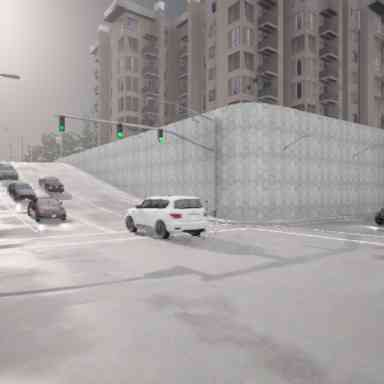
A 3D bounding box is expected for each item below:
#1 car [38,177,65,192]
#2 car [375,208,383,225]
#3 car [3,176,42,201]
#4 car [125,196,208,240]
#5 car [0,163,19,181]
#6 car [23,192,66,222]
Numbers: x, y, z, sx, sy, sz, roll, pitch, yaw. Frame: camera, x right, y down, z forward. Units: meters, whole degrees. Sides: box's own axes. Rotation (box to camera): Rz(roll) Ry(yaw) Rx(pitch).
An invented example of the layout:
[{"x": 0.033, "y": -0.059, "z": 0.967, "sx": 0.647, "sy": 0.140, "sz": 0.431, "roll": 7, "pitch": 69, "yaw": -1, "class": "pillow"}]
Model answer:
[{"x": -15.701, "y": -0.929, "z": 37.038, "sx": 2.033, "sy": 1.411, "sz": 5.357, "roll": 0, "pitch": 11, "yaw": -36, "class": "car"}, {"x": 14.532, "y": 1.512, "z": 22.998, "sx": 4.892, "sy": 1.490, "sz": 1.837, "roll": 0, "pitch": 0, "yaw": -36, "class": "car"}, {"x": -16.085, "y": -0.159, "z": 31.408, "sx": 2.033, "sy": 1.411, "sz": 5.357, "roll": 0, "pitch": 9, "yaw": -36, "class": "car"}, {"x": -1.482, "y": 1.228, "z": 17.294, "sx": 2.150, "sy": 2.045, "sz": 5.566, "roll": 0, "pitch": 0, "yaw": -36, "class": "car"}, {"x": -22.156, "y": -2.453, "z": 39.860, "sx": 2.097, "sy": 1.767, "sz": 4.553, "roll": 0, "pitch": 12, "yaw": -36, "class": "car"}, {"x": -10.226, "y": 1.084, "z": 23.255, "sx": 1.812, "sy": 1.442, "sz": 4.674, "roll": 0, "pitch": 5, "yaw": -36, "class": "car"}]
